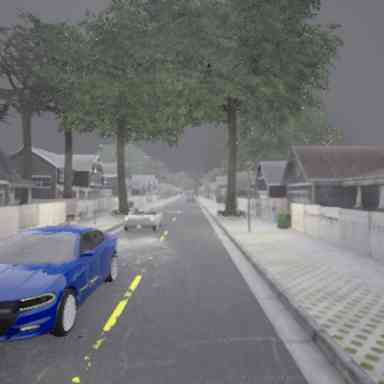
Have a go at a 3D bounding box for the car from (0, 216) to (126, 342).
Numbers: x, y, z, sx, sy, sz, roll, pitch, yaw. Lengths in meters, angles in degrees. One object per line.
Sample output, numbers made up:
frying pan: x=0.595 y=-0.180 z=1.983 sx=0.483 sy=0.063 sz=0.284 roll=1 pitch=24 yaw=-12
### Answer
car: x=-2.869 y=1.478 z=6.889 sx=1.882 sy=1.535 sz=5.008 roll=0 pitch=0 yaw=0

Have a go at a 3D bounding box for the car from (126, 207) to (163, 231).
car: x=-2.891 y=1.593 z=20.420 sx=1.895 sy=1.301 sz=4.718 roll=0 pitch=0 yaw=0

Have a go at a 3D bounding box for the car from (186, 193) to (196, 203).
car: x=-0.217 y=1.503 z=71.574 sx=2.128 sy=1.511 sz=4.902 roll=0 pitch=0 yaw=0
